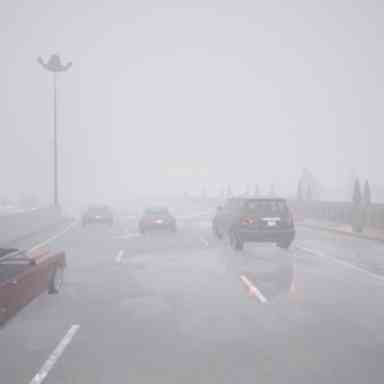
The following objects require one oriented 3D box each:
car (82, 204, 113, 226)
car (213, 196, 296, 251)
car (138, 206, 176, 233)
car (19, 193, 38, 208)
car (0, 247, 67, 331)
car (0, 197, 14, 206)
[{"bbox_3d":[-6.530,1.539,23.249,1.994,1.385,4.181,0,0,-13],"label":"car"},{"bbox_3d":[2.403,1.181,14.192,2.150,2.045,5.566,0,0,-8],"label":"car"},{"bbox_3d":[-2.125,1.530,19.508,1.994,1.385,4.181,0,0,-11],"label":"car"},{"bbox_3d":[-23.846,1.208,48.600,2.150,2.045,5.566,0,0,-24],"label":"car"},{"bbox_3d":[-3.730,1.603,5.719,1.895,1.301,4.718,0,0,-4],"label":"car"},{"bbox_3d":[-29.863,1.563,53.486,1.994,1.385,4.181,0,0,-24],"label":"car"}]
